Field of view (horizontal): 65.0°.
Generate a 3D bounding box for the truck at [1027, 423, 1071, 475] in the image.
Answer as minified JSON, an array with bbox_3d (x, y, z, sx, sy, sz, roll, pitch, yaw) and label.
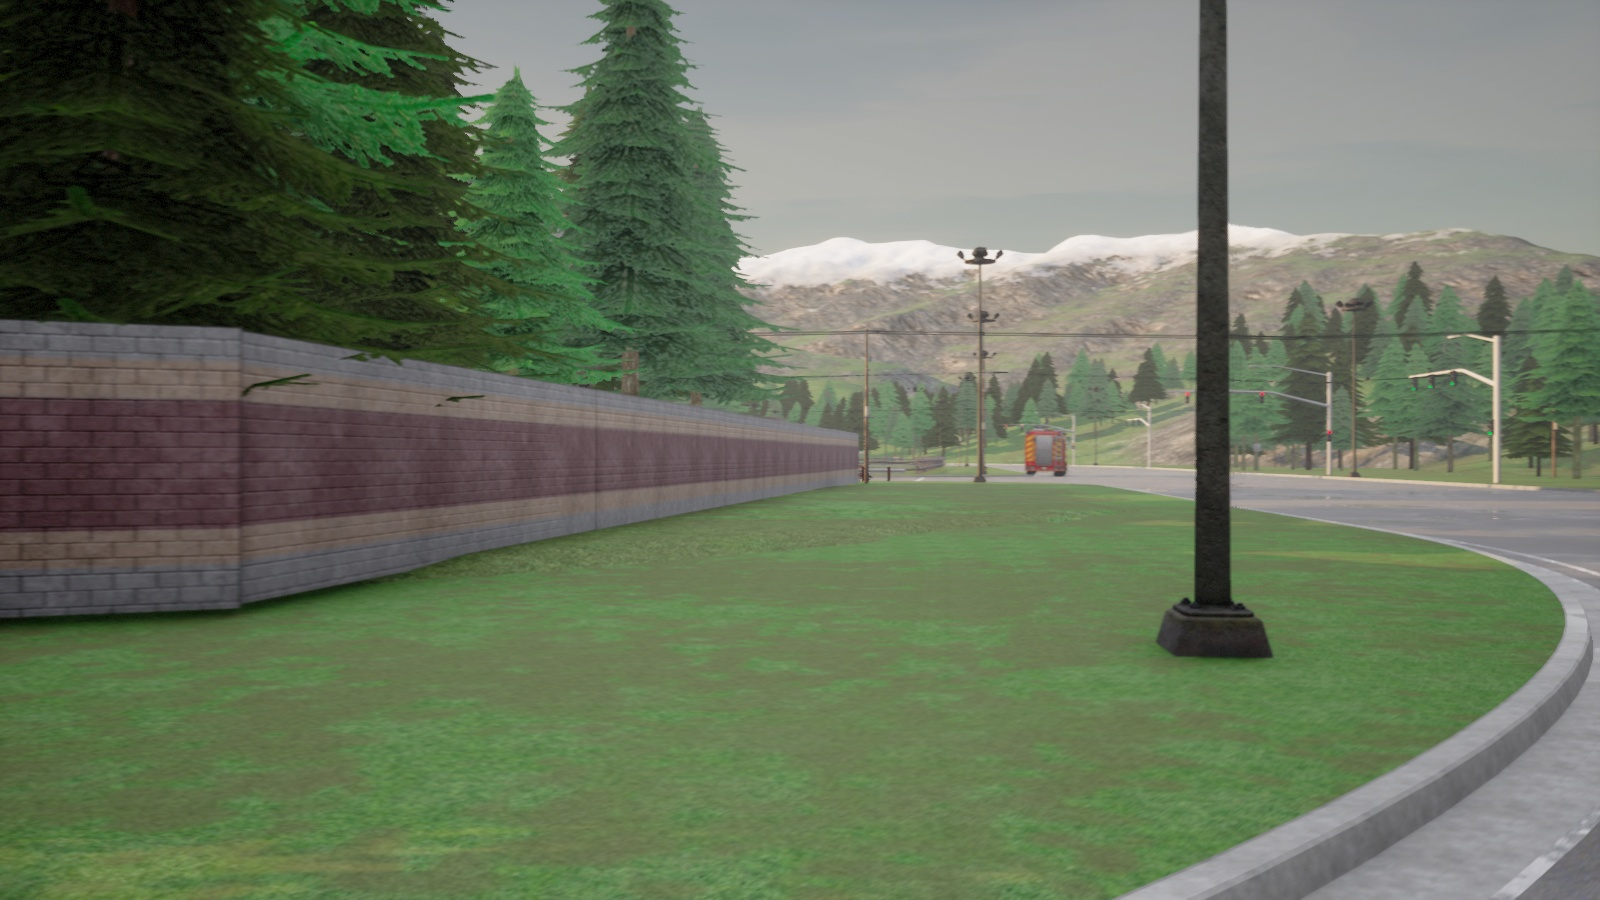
[{"bbox_3d":[19.107,-0.024,96.158,2.891,3.827,8.468,0,0,14],"label":"truck"}]
